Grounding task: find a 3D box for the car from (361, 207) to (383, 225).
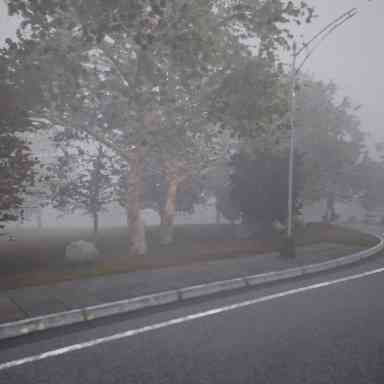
[{"bbox_3d":[22.433,2.860,39.712,5.566,2.045,2.150,4,-3,-38],"label":"car"}]
